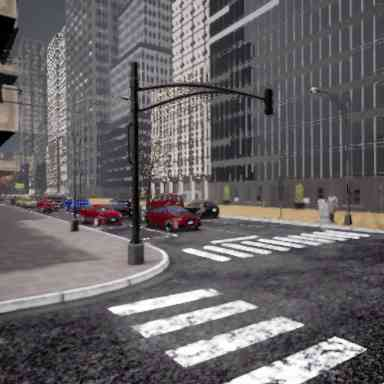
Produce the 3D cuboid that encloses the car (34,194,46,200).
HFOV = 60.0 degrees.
[{"bbox_3d":[-37.565,1.194,82.018,2.008,1.369,4.403,-1,1,-35],"label":"car"}]

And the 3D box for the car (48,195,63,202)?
[{"bbox_3d":[-28.033,1.258,68.466,1.947,1.339,4.313,-1,1,-35],"label":"car"}]

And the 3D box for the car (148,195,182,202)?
[{"bbox_3d":[-2.616,1.170,32.325,2.192,1.841,5.009,-1,1,-35],"label":"car"}]

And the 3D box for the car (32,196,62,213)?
[{"bbox_3d":[-15.824,1.456,36.541,1.887,1.381,4.507,-1,1,-35],"label":"car"}]

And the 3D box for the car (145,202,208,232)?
[{"bbox_3d":[-1.229,1.533,20.280,1.994,1.385,4.181,-1,1,-35],"label":"car"}]

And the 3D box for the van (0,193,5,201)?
[{"bbox_3d":[-44.422,1.085,77.197,1.690,1.788,3.998,-1,1,-35],"label":"van"}]

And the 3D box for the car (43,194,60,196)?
[{"bbox_3d":[-18.213,1.354,44.519,1.837,1.490,4.892,-1,1,-35],"label":"car"}]

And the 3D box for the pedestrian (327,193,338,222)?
[{"bbox_3d":[8.867,0.933,21.101,0.375,1.860,0.375,-1,0,-35],"label":"pedestrian"}]

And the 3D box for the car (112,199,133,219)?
[{"bbox_3d":[-6.278,1.533,27.463,1.895,1.301,4.718,-1,1,-35],"label":"car"}]

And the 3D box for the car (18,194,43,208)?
[{"bbox_3d":[-22.081,1.395,45.437,1.752,1.417,4.829,-1,1,-35],"label":"car"}]

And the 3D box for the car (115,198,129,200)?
[{"bbox_3d":[-8.970,1.377,41.361,1.947,1.339,4.313,-1,1,-35],"label":"car"}]

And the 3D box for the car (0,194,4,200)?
[{"bbox_3d":[-47.597,1.273,81.716,1.887,1.381,4.507,-1,1,-35],"label":"car"}]

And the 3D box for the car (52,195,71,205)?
[{"bbox_3d":[-21.451,1.301,54.425,1.812,1.442,4.674,-1,1,-35],"label":"car"}]

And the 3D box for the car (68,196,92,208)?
[{"bbox_3d":[-15.636,1.317,46.238,1.837,1.490,4.892,-1,1,-34],"label":"car"}]

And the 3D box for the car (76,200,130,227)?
[{"bbox_3d":[-6.293,1.523,22.990,1.887,1.381,4.507,-1,1,-35],"label":"car"}]

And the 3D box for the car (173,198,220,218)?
[{"bbox_3d":[0.562,1.444,27.809,1.947,1.339,4.313,-1,1,-35],"label":"car"}]

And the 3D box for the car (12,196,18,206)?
[{"bbox_3d":[-25.260,1.374,49.954,1.752,1.417,4.829,-1,1,-35],"label":"car"}]

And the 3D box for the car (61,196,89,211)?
[{"bbox_3d":[-12.256,1.367,35.977,1.882,1.535,5.008,-1,1,-35],"label":"car"}]
